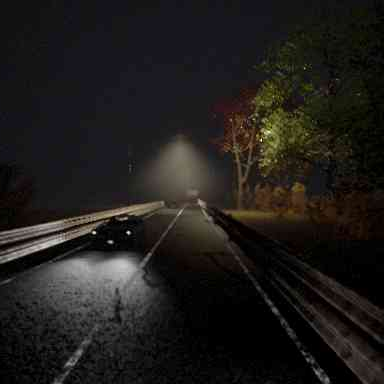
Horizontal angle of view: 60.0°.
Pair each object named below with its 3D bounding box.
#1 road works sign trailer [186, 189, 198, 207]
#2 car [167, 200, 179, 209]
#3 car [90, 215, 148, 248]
[{"bbox_3d":[0.078,1.237,66.350,2.380,3.560,2.880,0,-1,0],"label":"road works sign trailer"},{"bbox_3d":[-3.241,2.206,58.429,1.812,1.442,4.674,0,-1,1],"label":"car"},{"bbox_3d":[-3.344,1.787,15.936,1.895,1.301,4.718,0,-1,0],"label":"car"}]
